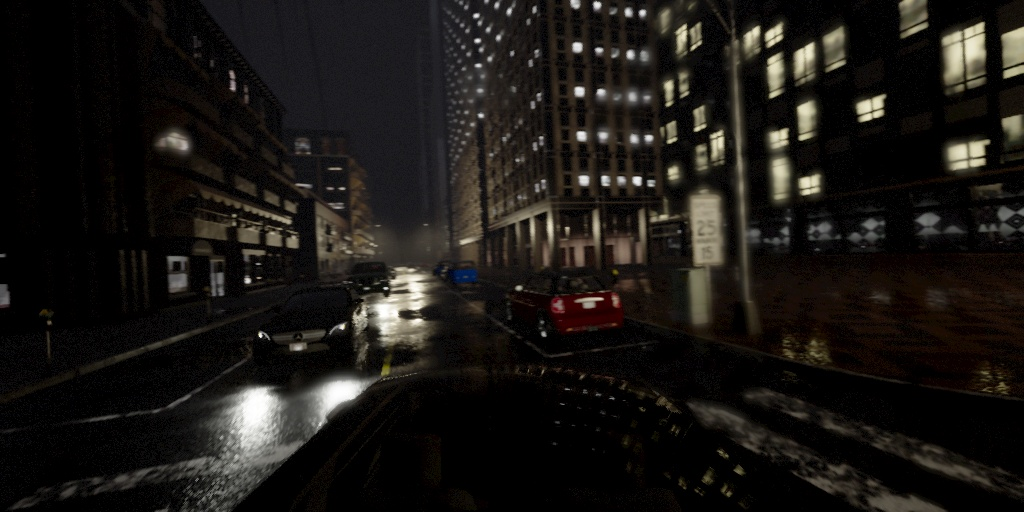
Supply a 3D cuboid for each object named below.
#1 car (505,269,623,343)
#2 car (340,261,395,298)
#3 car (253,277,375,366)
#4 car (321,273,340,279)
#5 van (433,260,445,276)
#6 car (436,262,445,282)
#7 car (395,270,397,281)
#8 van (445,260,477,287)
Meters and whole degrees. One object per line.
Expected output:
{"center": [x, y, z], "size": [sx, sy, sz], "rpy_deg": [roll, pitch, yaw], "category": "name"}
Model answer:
{"center": [1.163, 1.106, 9.622], "size": [1.967, 1.591, 4.097], "rpy_deg": [0, 0, -16], "category": "car"}
{"center": [-8.267, 1.326, 21.045], "size": [2.150, 2.045, 5.566], "rpy_deg": [-3, 1, -17], "category": "car"}
{"center": [-4.736, 1.492, 9.060], "size": [1.812, 1.442, 4.674], "rpy_deg": [-3, 0, -16], "category": "car"}
{"center": [-11.636, 1.822, 23.524], "size": [2.007, 1.370, 4.403], "rpy_deg": [0, 0, -16], "category": "car"}
{"center": [-6.783, 1.326, 36.723], "size": [1.690, 1.789, 3.998], "rpy_deg": [0, 0, -16], "category": "van"}
{"center": [-5.194, 1.471, 31.303], "size": [2.007, 1.370, 4.403], "rpy_deg": [0, 0, -16], "category": "car"}
{"center": [-13.053, 1.848, 37.629], "size": [2.033, 1.411, 5.357], "rpy_deg": [-3, 0, -16], "category": "car"}
{"center": [-3.605, 1.197, 25.883], "size": [1.690, 1.789, 3.998], "rpy_deg": [0, 0, -16], "category": "van"}
